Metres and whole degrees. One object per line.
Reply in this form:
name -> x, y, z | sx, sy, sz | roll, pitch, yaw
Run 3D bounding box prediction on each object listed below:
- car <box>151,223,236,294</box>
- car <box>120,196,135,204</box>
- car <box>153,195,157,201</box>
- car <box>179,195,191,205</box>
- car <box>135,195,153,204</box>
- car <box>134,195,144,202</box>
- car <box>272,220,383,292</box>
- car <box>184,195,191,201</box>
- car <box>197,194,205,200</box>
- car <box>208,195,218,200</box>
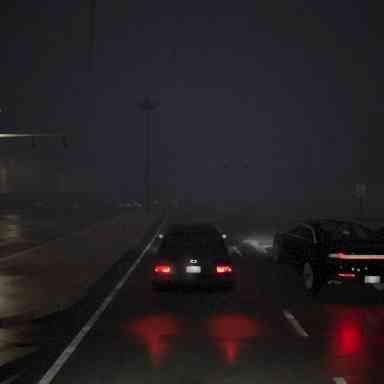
car -> 0.019, 1.546, 8.953 | 2.033, 1.411, 5.357 | 0, 0, 0
car -> -12.736, 1.494, 64.584 | 1.837, 1.490, 4.892 | 0, 0, 1
car -> -9.186, 1.488, 80.156 | 1.837, 1.490, 4.892 | 0, 0, 0
car -> -1.213, 1.555, 58.437 | 1.994, 1.385, 4.181 | 0, 0, 0
car -> -9.242, 1.516, 64.704 | 1.812, 1.442, 4.674 | 0, 0, 1
car -> -12.686, 1.512, 80.026 | 1.812, 1.442, 4.674 | 0, 0, 0
car -> 3.518, 1.490, 8.901 | 2.128, 1.511, 4.902 | 0, 0, 0
car -> -1.174, 1.520, 89.328 | 2.033, 1.411, 5.357 | 0, 0, 0
car -> 2.326, 1.482, 89.406 | 1.837, 1.490, 4.892 | 0, 0, 0
car -> 5.826, 1.459, 89.336 | 1.882, 1.535, 5.008 | 0, 0, 0
